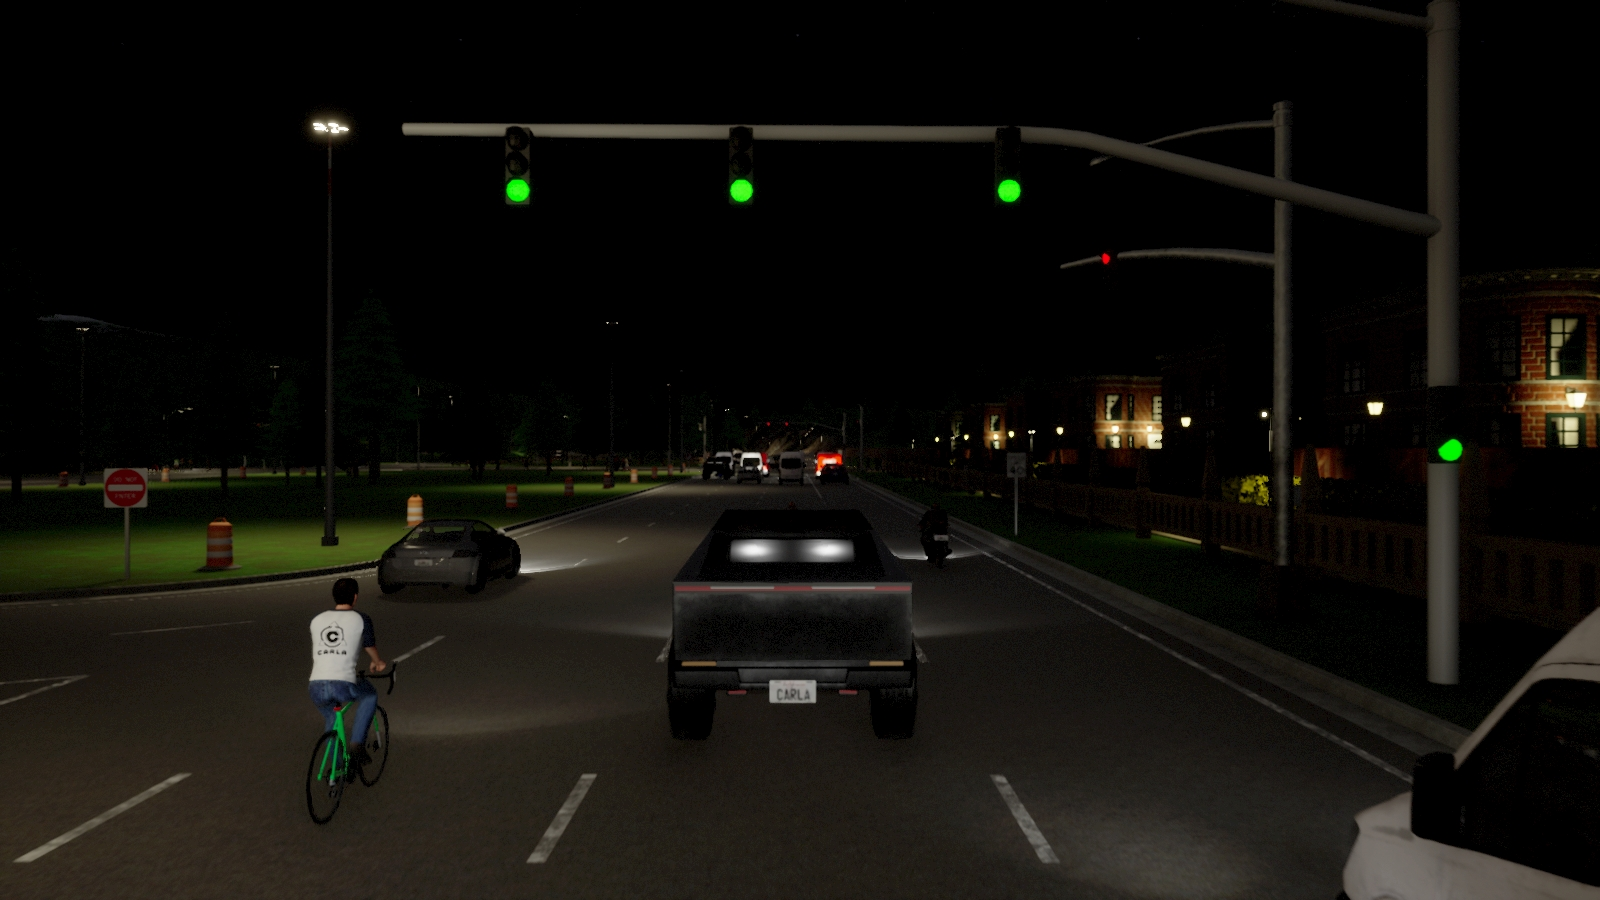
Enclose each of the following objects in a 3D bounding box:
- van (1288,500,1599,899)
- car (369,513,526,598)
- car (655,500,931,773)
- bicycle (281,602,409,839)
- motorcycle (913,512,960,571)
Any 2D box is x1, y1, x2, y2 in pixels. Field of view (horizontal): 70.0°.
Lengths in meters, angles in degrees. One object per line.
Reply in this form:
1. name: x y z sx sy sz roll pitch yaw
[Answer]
1. van: 3.470 1.533 2.828 1.988 2.561 5.915 0 0 0
2. car: -7.171 2.111 23.726 1.994 1.385 4.181 0 0 0
3. car: -0.086 1.749 13.030 2.390 2.098 6.274 0 0 0
4. bicycle: -3.554 2.053 9.044 0.373 1.496 1.643 0 0 0
5. motorcycle: 3.297 2.197 27.810 0.867 1.251 2.209 0 0 0
